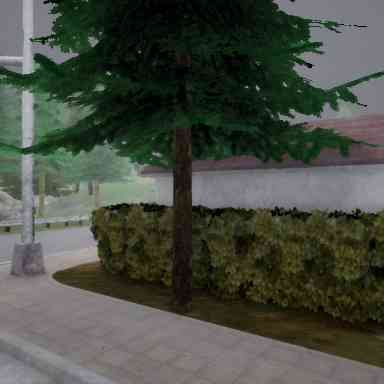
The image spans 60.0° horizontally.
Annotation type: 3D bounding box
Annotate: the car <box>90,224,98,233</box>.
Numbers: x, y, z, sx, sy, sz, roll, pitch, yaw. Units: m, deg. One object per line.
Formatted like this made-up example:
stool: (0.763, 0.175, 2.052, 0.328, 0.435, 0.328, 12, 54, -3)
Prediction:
car: (-3.288, 1.739, 19.338, 2.033, 1.411, 5.357, 0, 0, 35)
